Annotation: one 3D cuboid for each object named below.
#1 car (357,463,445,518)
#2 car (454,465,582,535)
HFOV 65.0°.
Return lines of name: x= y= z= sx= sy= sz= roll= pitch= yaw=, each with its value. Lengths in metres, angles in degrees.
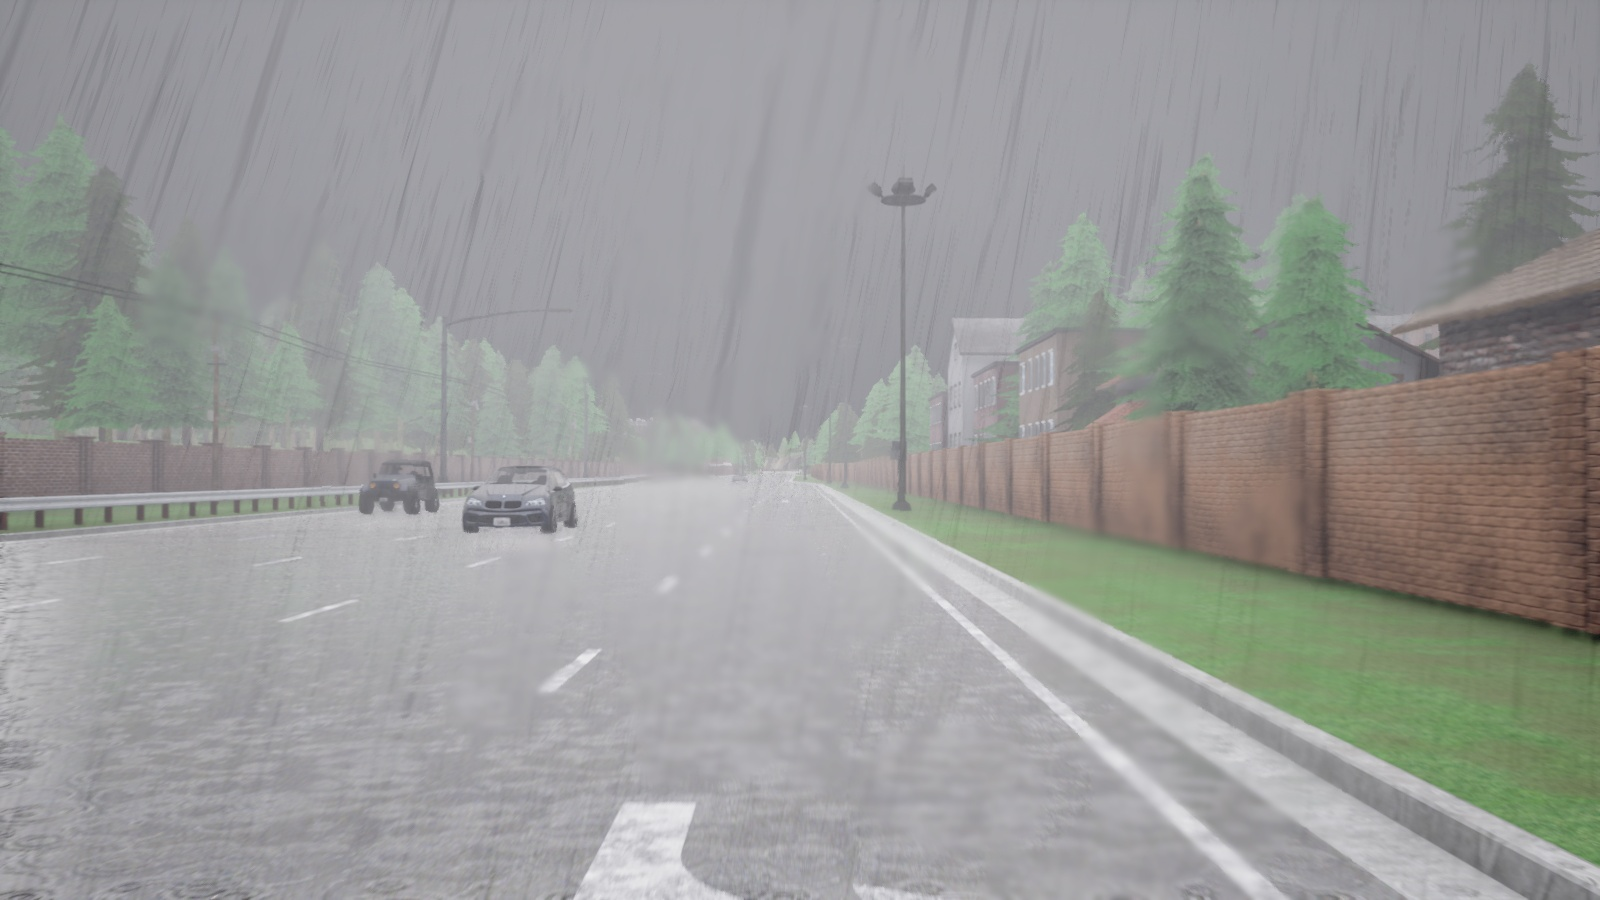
car: x=-14.109 y=1.412 z=44.582 sx=1.905 sy=1.878 sz=3.866 roll=0 pitch=-1 yaw=0
car: x=-7.079 y=1.223 z=32.070 sx=2.242 sy=1.667 sz=4.611 roll=0 pitch=-1 yaw=0
